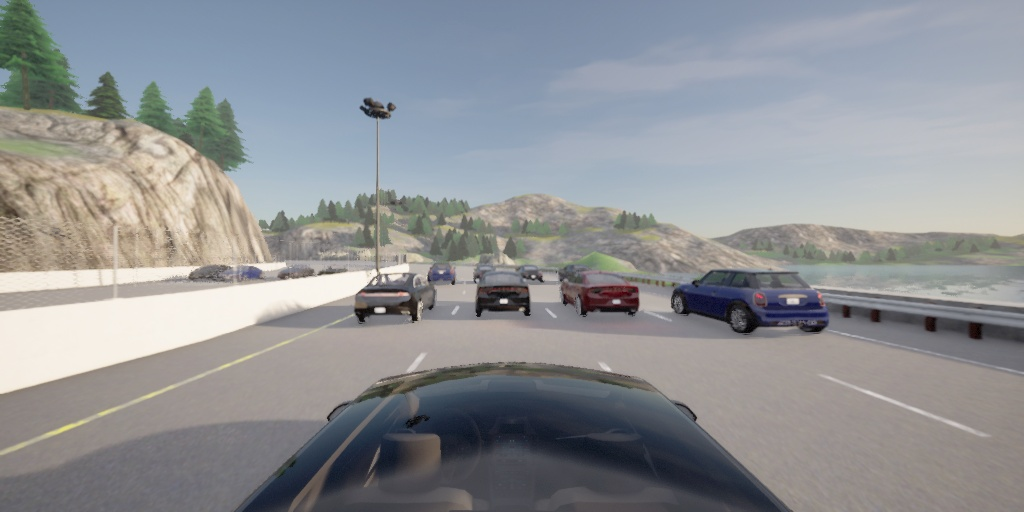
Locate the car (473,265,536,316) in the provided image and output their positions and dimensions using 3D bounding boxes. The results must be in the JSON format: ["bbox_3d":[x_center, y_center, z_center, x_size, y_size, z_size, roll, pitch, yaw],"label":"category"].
[{"bbox_3d":[-0.404,1.303,13.868,1.882,1.535,5.008,0,0,-3],"label":"car"}]

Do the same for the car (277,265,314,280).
[{"bbox_3d":[-21.097,1.571,35.392,2.033,1.411,5.357,0,0,-12],"label":"car"}]

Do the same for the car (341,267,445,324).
[{"bbox_3d":[-3.827,1.319,12.447,2.128,1.511,4.902,0,0,-3],"label":"car"}]

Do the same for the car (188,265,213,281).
[{"bbox_3d":[-27.882,1.540,33.550,1.837,1.490,4.892,0,0,-12],"label":"car"}]

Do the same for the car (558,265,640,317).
[{"bbox_3d":[3.117,1.290,13.652,1.882,1.535,5.008,0,0,-3],"label":"car"}]

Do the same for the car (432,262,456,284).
[{"bbox_3d":[-5.586,1.286,28.936,2.097,1.767,4.553,0,0,-8],"label":"car"}]

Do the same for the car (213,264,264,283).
[{"bbox_3d":[-24.043,1.539,32.073,1.812,1.442,4.674,0,0,-11],"label":"car"}]

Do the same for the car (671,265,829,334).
[{"bbox_3d":[6.763,1.136,10.884,2.097,1.767,4.553,0,0,-3],"label":"car"}]

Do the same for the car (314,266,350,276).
[{"bbox_3d":[-17.569,1.614,35.551,1.895,1.301,4.718,0,0,-12],"label":"car"}]

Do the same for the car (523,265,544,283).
[{"bbox_3d":[1.331,1.444,29.958,1.812,1.442,4.674,0,0,-8],"label":"car"}]
